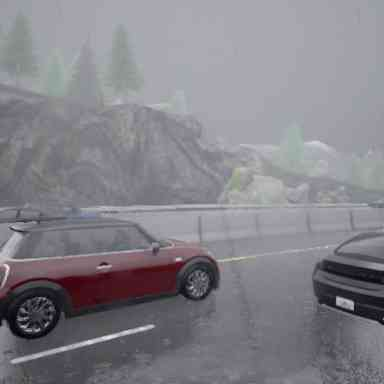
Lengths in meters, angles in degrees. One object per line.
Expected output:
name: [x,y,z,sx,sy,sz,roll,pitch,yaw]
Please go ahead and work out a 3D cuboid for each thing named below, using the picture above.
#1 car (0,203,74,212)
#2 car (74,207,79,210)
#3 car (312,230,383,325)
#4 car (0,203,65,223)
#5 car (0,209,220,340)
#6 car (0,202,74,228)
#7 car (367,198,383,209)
car: [-8.293,1.422,15.125,5.008,1.535,1.882,0,0,-34]
car: [-8.085,1.482,19.529,5.357,1.411,2.033,0,0,-34]
car: [4.440,1.499,6.516,4.892,1.490,1.837,0,0,-33]
car: [-12.279,1.513,25.107,4.718,1.301,1.895,0,0,-34]
car: [-1.602,1.332,6.744,4.553,1.767,2.097,0,0,-35]
car: [-10.494,1.449,22.068,4.674,1.442,1.812,0,0,-33]
car: [25.796,1.508,43.747,5.357,1.411,2.033,0,0,-18]
